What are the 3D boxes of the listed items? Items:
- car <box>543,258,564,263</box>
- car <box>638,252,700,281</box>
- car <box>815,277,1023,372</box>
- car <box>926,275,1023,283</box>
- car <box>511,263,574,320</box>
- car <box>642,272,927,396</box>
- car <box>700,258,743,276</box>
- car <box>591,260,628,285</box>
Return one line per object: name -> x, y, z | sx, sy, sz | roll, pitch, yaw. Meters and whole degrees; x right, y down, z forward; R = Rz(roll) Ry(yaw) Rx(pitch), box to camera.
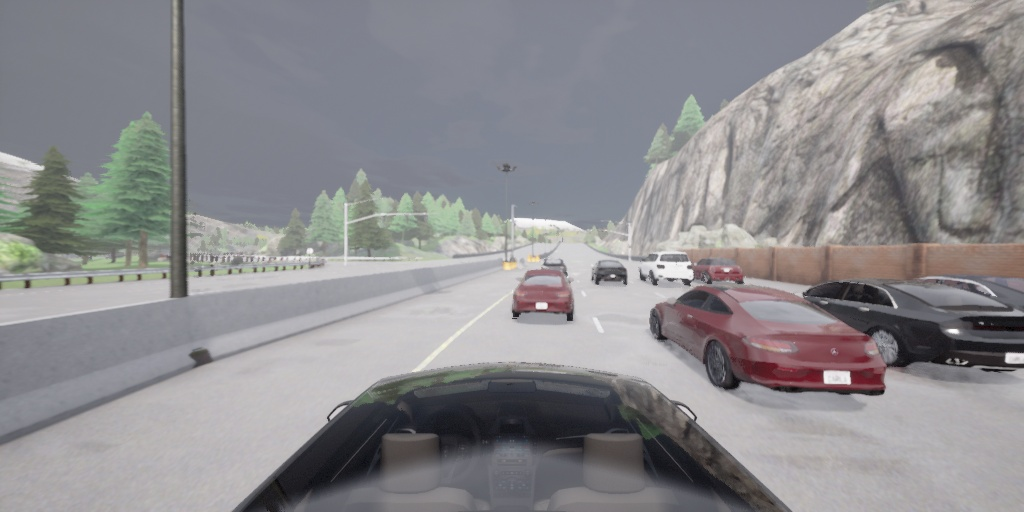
car -> 3.089, 0.919, 26.428 | 2.128, 1.511, 4.902 | 1, 1, 9
car -> 9.690, 0.742, 22.966 | 2.150, 2.045, 5.566 | 0, 1, 8
car -> 7.624, 1.223, 7.653 | 1.837, 1.490, 4.892 | 0, 1, 6
car -> 11.319, 1.215, 9.077 | 2.128, 1.511, 4.902 | 0, 1, 7
car -> 1.075, 1.141, 11.917 | 1.812, 1.442, 4.674 | 0, 1, 7
car -> 4.031, 1.235, 6.542 | 1.812, 1.442, 4.674 | 0, 1, 4
car -> 13.372, 0.883, 23.923 | 2.097, 1.767, 4.553 | 0, 1, 8
car -> 6.201, 0.970, 23.261 | 1.882, 1.535, 5.008 | 0, 1, 8
